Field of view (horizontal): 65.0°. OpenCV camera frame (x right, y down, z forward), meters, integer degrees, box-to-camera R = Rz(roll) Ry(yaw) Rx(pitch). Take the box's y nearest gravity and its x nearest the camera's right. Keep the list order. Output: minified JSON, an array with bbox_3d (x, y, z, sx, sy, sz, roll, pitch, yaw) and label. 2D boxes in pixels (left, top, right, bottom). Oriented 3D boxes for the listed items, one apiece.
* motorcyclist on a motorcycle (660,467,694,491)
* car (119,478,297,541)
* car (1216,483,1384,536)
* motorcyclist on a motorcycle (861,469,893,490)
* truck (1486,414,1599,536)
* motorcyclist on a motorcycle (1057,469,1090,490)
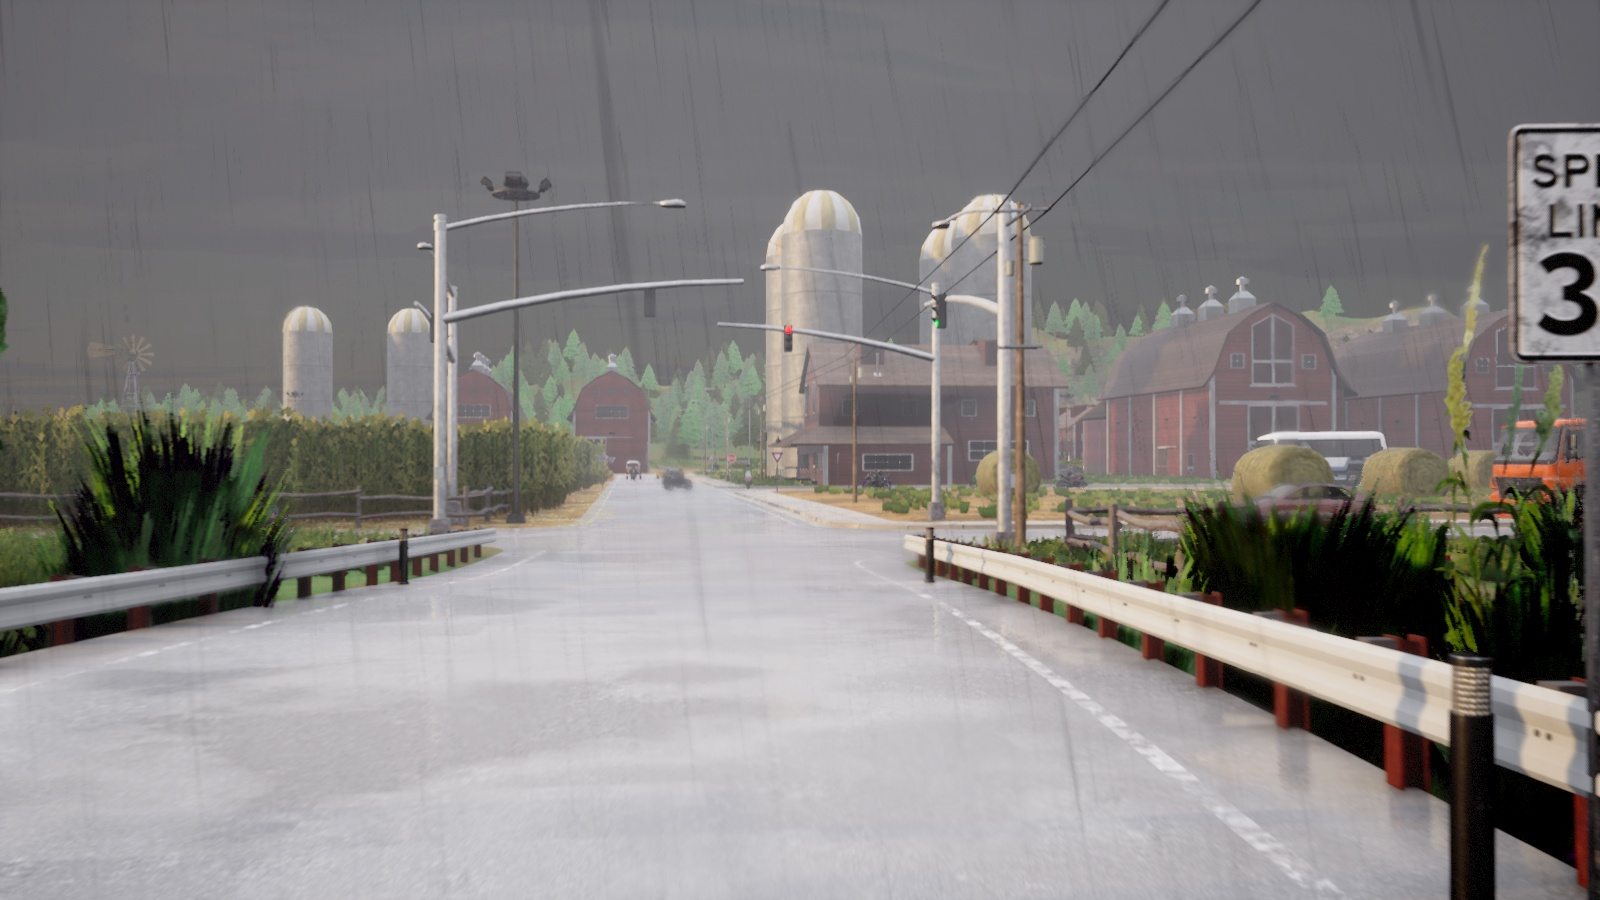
[{"bbox_3d":[-8.603,2.036,88.094,2.350,1.649,0.766,0,1,-43],"label":"motorcyclist on a motorcycle"},{"bbox_3d":[-15.983,1.587,34.089,3.988,1.617,1.851,0,0,-8],"label":"car"},{"bbox_3d":[14.554,1.712,36.683,4.193,1.474,1.816,0,0,-5],"label":"car"},{"bbox_3d":[5.673,2.143,92.430,2.191,1.530,0.866,0,0,-9],"label":"motorcyclist on a motorcycle"},{"bbox_3d":[25.225,0.732,37.580,7.936,3.462,2.891,0,0,-5],"label":"truck"},{"bbox_3d":[19.842,2.145,91.030,2.191,1.530,0.866,0,0,-9],"label":"motorcyclist on a motorcycle"}]
